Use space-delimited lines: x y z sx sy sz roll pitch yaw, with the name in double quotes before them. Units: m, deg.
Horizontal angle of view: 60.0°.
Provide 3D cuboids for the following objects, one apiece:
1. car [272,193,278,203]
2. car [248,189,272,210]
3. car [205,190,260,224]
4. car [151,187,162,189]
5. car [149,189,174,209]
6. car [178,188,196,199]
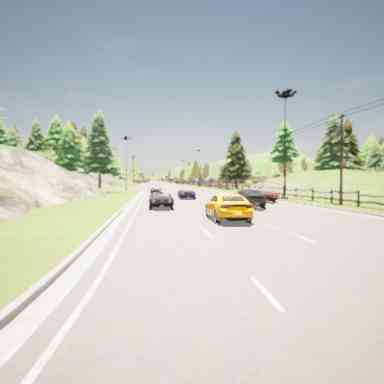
"car" 7.150 0.401 34.407 1.895 1.301 4.718 0 2 -7
"car" 4.518 0.566 26.919 1.837 1.490 4.892 0 2 -7
"car" 1.965 0.827 18.642 1.882 1.535 5.008 0 2 -7
"car" -5.544 -0.196 52.101 1.895 1.301 4.718 0 2 -7
"car" -2.542 0.663 27.106 1.895 1.301 4.718 0 2 -7
"car" -0.736 0.168 41.403 1.895 1.301 4.718 0 2 -7
